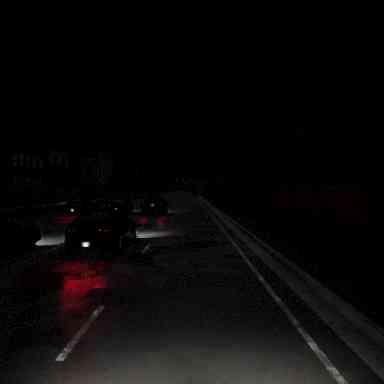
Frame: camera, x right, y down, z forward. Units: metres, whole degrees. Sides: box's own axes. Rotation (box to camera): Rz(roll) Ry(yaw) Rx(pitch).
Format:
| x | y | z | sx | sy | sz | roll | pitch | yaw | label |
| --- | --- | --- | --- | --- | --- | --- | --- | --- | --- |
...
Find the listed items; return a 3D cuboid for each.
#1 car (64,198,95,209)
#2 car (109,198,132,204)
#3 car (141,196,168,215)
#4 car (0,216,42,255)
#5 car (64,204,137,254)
| x | y | z | sx | sy | sz | roll | pitch | yaw | label |
| --- | --- | --- | --- | --- | --- | --- | --- | --- | --- |
| -10.391 | 1.310 | 31.285 | 1.837 | 1.490 | 4.892 | 0 | 0 | 0 | car |
| -6.903 | 1.324 | 32.220 | 1.812 | 1.442 | 4.674 | 0 | 0 | 0 | car |
| -3.392 | 1.159 | 30.926 | 2.097 | 1.767 | 4.553 | 0 | 0 | 0 | car |
| -6.898 | 1.480 | 10.772 | 2.033 | 1.411 | 5.357 | 0 | 0 | 0 | car |
| -3.398 | 1.422 | 13.071 | 1.837 | 1.490 | 4.892 | 0 | 0 | 0 | car |
